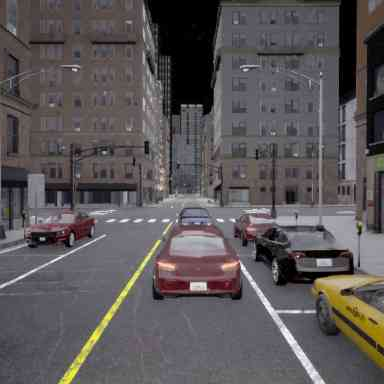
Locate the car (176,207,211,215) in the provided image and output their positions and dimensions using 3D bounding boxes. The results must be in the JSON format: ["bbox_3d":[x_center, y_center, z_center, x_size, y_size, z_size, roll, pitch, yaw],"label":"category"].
[{"bbox_3d":[0.136,1.542,18.275,2.033,1.411,5.357,0,0,-3],"label":"car"}]

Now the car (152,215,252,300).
[{"bbox_3d":[0.100,1.523,8.254,1.812,1.442,4.674,0,0,0],"label":"car"}]

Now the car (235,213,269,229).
[{"bbox_3d":[2.870,1.577,14.871,1.802,1.307,4.206,-1,0,0],"label":"car"}]

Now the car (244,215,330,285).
[{"bbox_3d":[2.868,1.563,9.286,1.947,1.339,4.313,-1,0,0],"label":"car"}]

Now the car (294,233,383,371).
[{"bbox_3d":[2.866,1.524,3.869,1.752,1.417,4.829,-1,0,0],"label":"car"}]

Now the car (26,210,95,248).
[{"bbox_3d":[-5.676,1.540,14.871,1.887,1.381,4.507,-1,0,0],"label":"car"}]
